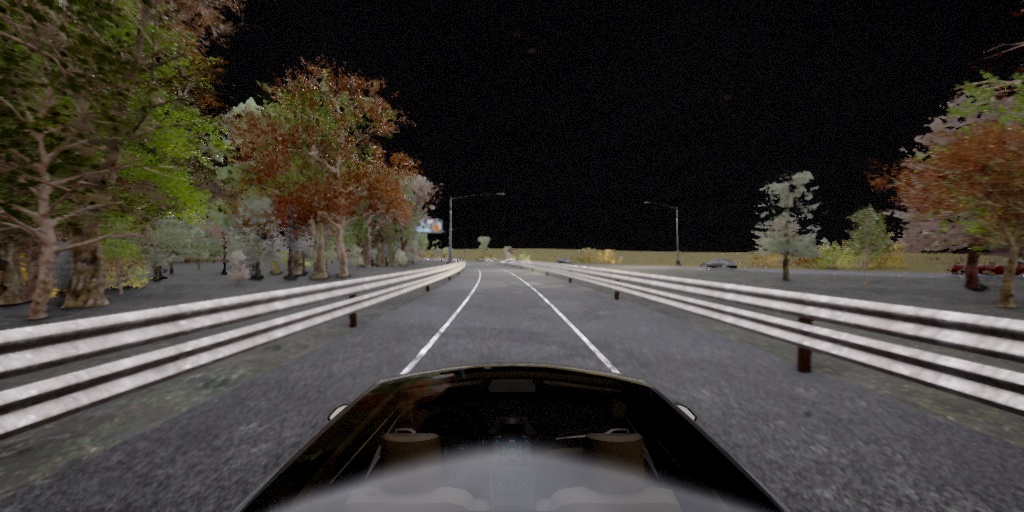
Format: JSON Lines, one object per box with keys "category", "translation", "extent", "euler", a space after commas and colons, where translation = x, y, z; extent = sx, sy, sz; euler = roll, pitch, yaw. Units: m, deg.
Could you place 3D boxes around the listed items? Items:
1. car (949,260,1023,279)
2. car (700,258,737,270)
{"category": "car", "translation": [36.071, 0.914, 26.532], "extent": [1.895, 1.301, 4.718], "euler": [0, 0, -26]}
{"category": "car", "translation": [26.637, 0.998, 46.349], "extent": [1.994, 1.385, 4.181], "euler": [0, 0, -25]}
